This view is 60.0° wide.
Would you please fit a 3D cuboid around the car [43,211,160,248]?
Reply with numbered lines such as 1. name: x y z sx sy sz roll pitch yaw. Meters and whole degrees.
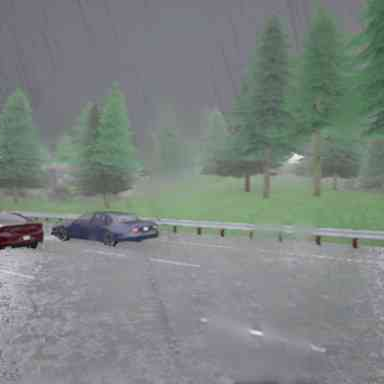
1. car: -4.008 1.563 14.937 5.357 1.411 2.033 0 0 32

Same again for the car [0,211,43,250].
1. car: -8.061 1.510 13.331 5.008 1.535 1.882 0 0 32
